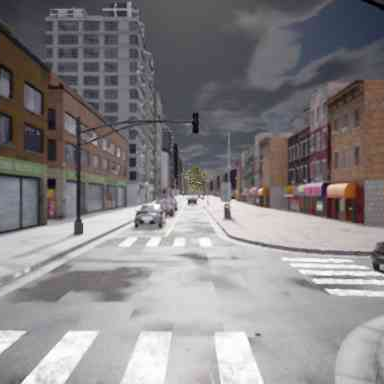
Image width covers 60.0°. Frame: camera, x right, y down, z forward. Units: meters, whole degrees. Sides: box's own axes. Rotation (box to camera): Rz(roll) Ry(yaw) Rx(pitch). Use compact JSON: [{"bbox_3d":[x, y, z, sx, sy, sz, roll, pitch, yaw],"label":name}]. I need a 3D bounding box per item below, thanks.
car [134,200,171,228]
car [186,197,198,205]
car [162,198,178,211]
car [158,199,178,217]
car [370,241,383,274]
[{"bbox_3d":[-2.842,1.579,23.183,2.128,1.511,4.902,0,0,-1],"label":"car"},{"bbox_3d":[0.044,1.708,63.167,1.837,1.490,4.892,0,0,0],"label":"car"},{"bbox_3d":[-2.814,1.631,43.453,1.882,1.535,5.008,0,0,0],"label":"car"},{"bbox_3d":[-2.830,1.474,33.189,2.097,1.767,4.553,0,0,0],"label":"car"},{"bbox_3d":[7.254,1.720,8.661,4.892,1.490,1.837,1,-3,-6],"label":"car"}]
